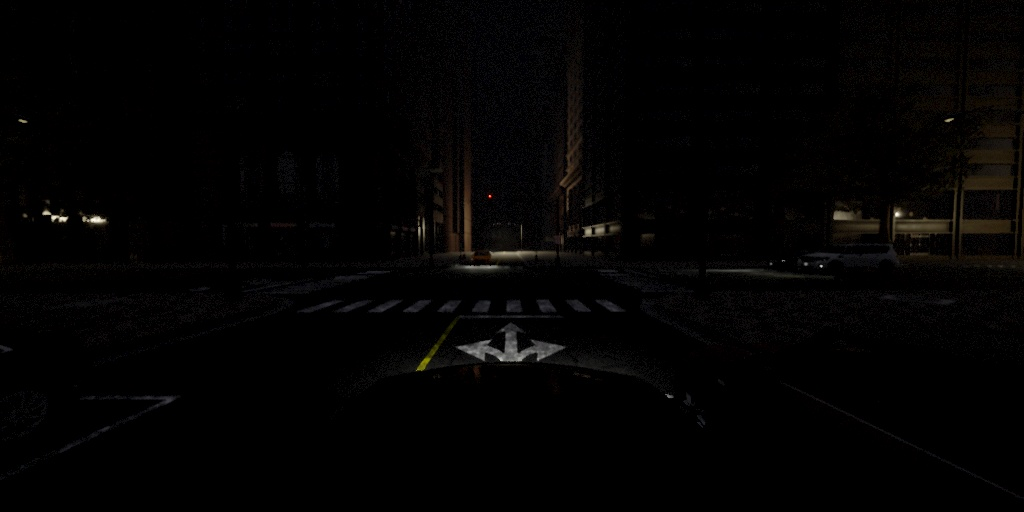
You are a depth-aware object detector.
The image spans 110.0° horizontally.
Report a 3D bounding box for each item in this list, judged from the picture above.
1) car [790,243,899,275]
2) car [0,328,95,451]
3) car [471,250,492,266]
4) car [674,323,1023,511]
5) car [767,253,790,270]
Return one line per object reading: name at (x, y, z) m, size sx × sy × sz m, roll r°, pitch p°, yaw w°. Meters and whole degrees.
car at (22.476, 0.183, 24.049) m, size 5.566 × 2.045 × 2.150 m, roll 0°, pitch 2°, yaw 0°
car at (-5.764, 1.282, 2.365) m, size 2.007 × 1.370 × 4.403 m, roll 0°, pitch 0°, yaw 0°
car at (-3.082, 0.168, 36.591) m, size 1.882 × 1.535 × 5.008 m, roll 0°, pitch 3°, yaw 0°
car at (2.762, 1.166, 2.398) m, size 1.967 × 1.591 × 4.097 m, roll 0°, pitch 0°, yaw 0°
car at (22.190, 0.334, 27.304) m, size 4.902 × 1.511 × 2.128 m, roll 0°, pitch 2°, yaw 0°
